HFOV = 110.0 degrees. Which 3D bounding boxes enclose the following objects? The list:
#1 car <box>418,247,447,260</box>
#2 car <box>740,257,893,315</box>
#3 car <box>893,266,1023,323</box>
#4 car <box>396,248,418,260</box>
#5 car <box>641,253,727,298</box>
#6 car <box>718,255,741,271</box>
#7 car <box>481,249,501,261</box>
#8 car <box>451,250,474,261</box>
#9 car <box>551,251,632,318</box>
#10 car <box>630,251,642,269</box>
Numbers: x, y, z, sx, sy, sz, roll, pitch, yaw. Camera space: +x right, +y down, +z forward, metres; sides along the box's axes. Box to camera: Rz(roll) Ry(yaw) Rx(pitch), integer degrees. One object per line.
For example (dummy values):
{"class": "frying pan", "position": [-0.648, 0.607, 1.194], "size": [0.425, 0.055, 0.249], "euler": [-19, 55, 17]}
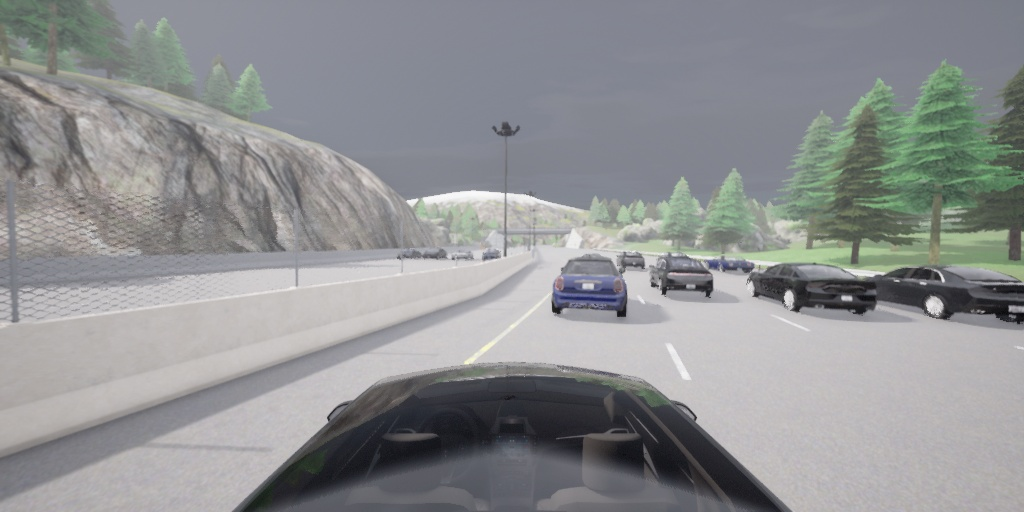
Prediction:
{"class": "car", "position": [-9.436, -0.303, 44.175], "size": [1.882, 1.535, 5.008], "euler": [1, 2, 6]}
{"class": "car", "position": [9.999, 0.947, 12.444], "size": [1.882, 1.535, 5.008], "euler": [1, 2, 14]}
{"class": "car", "position": [13.344, 1.038, 11.406], "size": [1.837, 1.490, 4.892], "euler": [1, 2, 14]}
{"class": "car", "position": [-12.870, -0.274, 44.990], "size": [1.994, 1.385, 4.181], "euler": [1, 2, 6]}
{"class": "car", "position": [7.153, 0.831, 15.531], "size": [2.128, 1.511, 4.902], "euler": [1, 2, 13]}
{"class": "car", "position": [16.792, 0.598, 28.016], "size": [1.895, 1.301, 4.718], "euler": [1, 2, 10]}
{"class": "car", "position": [-2.450, -0.152, 43.560], "size": [2.033, 1.411, 5.357], "euler": [1, 2, 6]}
{"class": "car", "position": [-5.989, -0.125, 43.425], "size": [1.895, 1.301, 4.718], "euler": [1, 2, 6]}
{"class": "car", "position": [2.607, 0.780, 11.784], "size": [2.097, 1.767, 4.553], "euler": [1, 2, 15]}
{"class": "car", "position": [10.204, 0.326, 31.111], "size": [2.128, 1.511, 4.902], "euler": [1, 2, 9]}
